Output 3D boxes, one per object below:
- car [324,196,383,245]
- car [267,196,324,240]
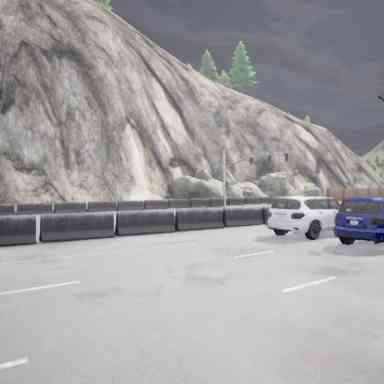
[{"bbox_3d":[8.288,1.211,14.080,5.566,2.045,2.150,-1,0,-35],"label":"car"},{"bbox_3d":[6.256,1.211,16.929,5.566,2.045,2.150,-1,0,-35],"label":"car"}]
